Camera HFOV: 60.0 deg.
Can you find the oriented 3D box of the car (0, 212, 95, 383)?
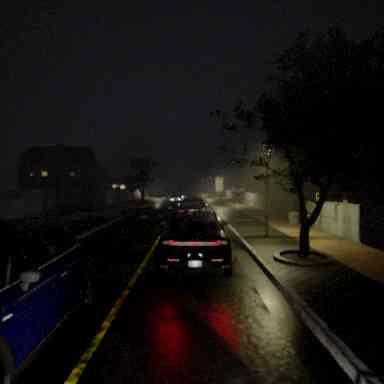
[{"bbox_3d":[-2.844,1.256,4.274,2.097,1.767,4.553,0,1,0],"label":"car"}]

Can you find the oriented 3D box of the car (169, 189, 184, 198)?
[{"bbox_3d":[-2.829,0.384,58.286,1.994,1.385,4.181,0,1,0],"label":"car"}]

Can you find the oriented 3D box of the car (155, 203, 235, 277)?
[{"bbox_3d":[0.075,1.281,9.523,2.128,1.511,4.902,0,1,0],"label":"car"}]

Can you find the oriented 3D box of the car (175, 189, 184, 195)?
[{"bbox_3d":[-2.784,-0.078,74.048,1.895,1.301,4.718,0,1,0],"label":"car"}]

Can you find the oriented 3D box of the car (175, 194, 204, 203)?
[{"bbox_3d":[0.052,1.086,21.479,2.033,1.411,5.357,0,1,0],"label":"car"}]
